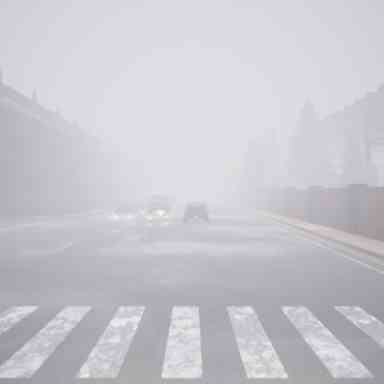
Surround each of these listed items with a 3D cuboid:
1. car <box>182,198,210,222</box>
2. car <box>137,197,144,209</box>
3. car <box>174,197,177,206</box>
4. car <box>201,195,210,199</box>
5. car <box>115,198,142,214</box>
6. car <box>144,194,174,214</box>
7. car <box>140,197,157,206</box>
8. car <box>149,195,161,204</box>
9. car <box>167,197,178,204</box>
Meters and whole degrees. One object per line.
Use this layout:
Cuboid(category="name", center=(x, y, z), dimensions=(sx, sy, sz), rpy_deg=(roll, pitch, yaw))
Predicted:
Cuboid(category="car", center=(0.315, 1.500, 26.438), dimensions=(1.837, 1.490, 4.892), rpy_deg=(0, 0, 0))
Cuboid(category="car", center=(-7.083, 1.469, 45.227), dimensions=(1.882, 1.535, 5.008), rpy_deg=(0, 0, -1))
Cuboid(category="car", center=(-3.590, 1.483, 45.659), dimensions=(2.128, 1.511, 4.902), rpy_deg=(0, 0, -1))
Cuboid(category="car", center=(3.023, 1.463, 76.608), dimensions=(1.882, 1.535, 5.008), rpy_deg=(0, 0, -1))
Cuboid(category="car", center=(-6.950, 1.594, 35.850), dimensions=(1.895, 1.301, 4.718), rpy_deg=(0, 0, -1))
Cuboid(category="car", center=(-3.442, 1.215, 35.779), dimensions=(2.150, 2.045, 5.566), rpy_deg=(0, 0, -1))
Cuboid(category="car", center=(-7.173, 1.537, 55.185), dimensions=(2.033, 1.411, 5.357), rpy_deg=(0, 0, 0))
Cuboid(category="car", center=(-7.309, 1.465, 65.451), dimensions=(1.882, 1.535, 5.008), rpy_deg=(0, 0, -1))
Cuboid(category="car", center=(-3.798, 1.589, 64.797), dimensions=(1.895, 1.301, 4.718), rpy_deg=(0, 0, -1))
